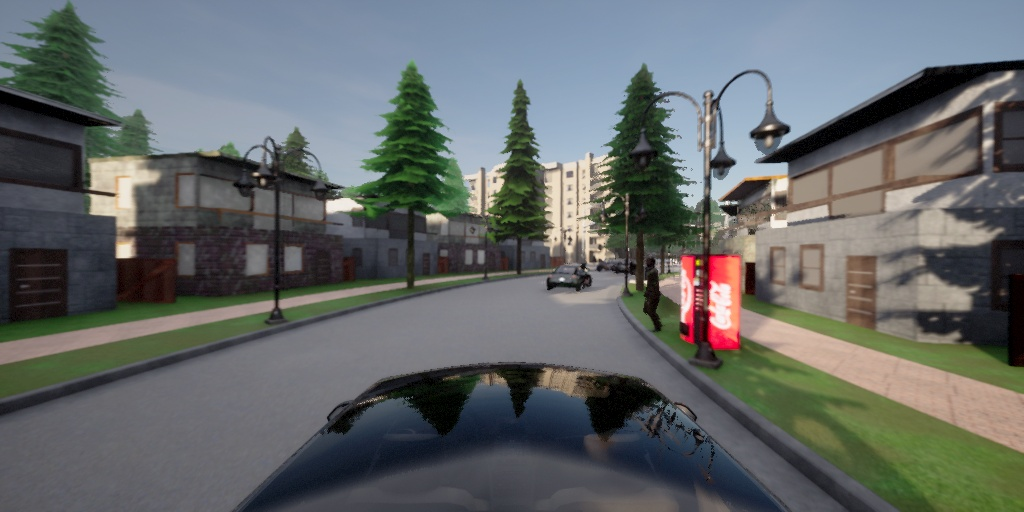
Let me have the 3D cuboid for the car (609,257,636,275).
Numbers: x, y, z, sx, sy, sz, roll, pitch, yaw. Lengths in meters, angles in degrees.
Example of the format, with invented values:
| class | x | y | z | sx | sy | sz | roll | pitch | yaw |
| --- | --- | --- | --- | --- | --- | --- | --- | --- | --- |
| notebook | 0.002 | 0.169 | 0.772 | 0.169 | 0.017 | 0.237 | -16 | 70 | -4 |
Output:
| class | x | y | z | sx | sy | sz | roll | pitch | yaw |
| --- | --- | --- | --- | --- | --- | --- | --- | --- | --- |
| car | 12.699 | 1.157 | 38.267 | 2.128 | 1.511 | 4.902 | 1 | 0 | 41 |

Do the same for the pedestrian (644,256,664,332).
| class | x | y | z | sx | sy | sz | roll | pitch | yaw |
| --- | --- | --- | --- | --- | --- | --- | --- | --- | --- |
| pedestrian | 3.375 | 0.884 | 8.610 | 0.375 | 1.860 | 0.375 | 1 | 0 | 8 |

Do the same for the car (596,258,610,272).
| class | x | y | z | sx | sy | sz | roll | pitch | yaw |
| --- | --- | --- | --- | --- | --- | --- | --- | --- | --- |
| car | 11.834 | 0.993 | 42.658 | 2.097 | 1.767 | 4.553 | 1 | 0 | 40 |

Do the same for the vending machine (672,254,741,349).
| class | x | y | z | sx | sy | sz | roll | pitch | yaw |
| --- | --- | --- | --- | --- | --- | --- | --- | --- | --- |
| vending machine | 4.235 | 0.950 | 7.753 | 1.100 | 2.100 | 0.880 | 0 | 0 | 7 |

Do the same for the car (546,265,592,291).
| class | x | y | z | sx | sy | sz | roll | pitch | yaw |
| --- | --- | --- | --- | --- | --- | --- | --- | --- | --- |
| car | 3.484 | 1.241 | 21.315 | 1.994 | 1.385 | 4.181 | 1 | 0 | 23 |
